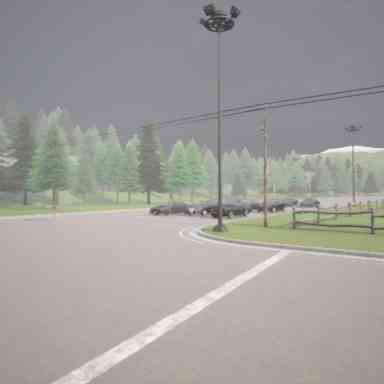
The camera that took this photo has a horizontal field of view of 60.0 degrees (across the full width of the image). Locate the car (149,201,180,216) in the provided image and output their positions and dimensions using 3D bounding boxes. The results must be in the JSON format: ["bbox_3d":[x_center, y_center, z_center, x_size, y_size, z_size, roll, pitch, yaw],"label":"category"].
[{"bbox_3d":[-2.012,1.657,34.361,2.033,1.411,5.357,0,0,36],"label":"car"}]

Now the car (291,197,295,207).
[{"bbox_3d":[15.147,1.596,51.757,1.837,1.490,4.892,0,0,37],"label":"car"}]

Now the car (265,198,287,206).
[{"bbox_3d":[14.349,1.710,56.555,1.895,1.301,4.718,0,0,37],"label":"car"}]

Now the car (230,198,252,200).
[{"bbox_3d":[6.853,1.618,40.510,1.812,1.442,4.674,0,0,36],"label":"car"}]

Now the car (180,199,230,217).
[{"bbox_3d":[1.389,1.584,33.102,2.128,1.511,4.902,0,0,36],"label":"car"}]

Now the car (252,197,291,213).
[{"bbox_3d":[9.080,1.552,37.659,1.882,1.535,5.008,0,0,36],"label":"car"}]

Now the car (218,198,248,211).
[{"bbox_3d":[5.567,1.587,44.688,1.882,1.535,5.008,0,0,36],"label":"car"}]

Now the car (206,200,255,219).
[{"bbox_3d":[3.540,1.675,30.095,1.895,1.301,4.718,0,0,36],"label":"car"}]

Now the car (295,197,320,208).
[{"bbox_3d":[17.240,1.577,48.706,1.837,1.490,4.892,0,0,37],"label":"car"}]
